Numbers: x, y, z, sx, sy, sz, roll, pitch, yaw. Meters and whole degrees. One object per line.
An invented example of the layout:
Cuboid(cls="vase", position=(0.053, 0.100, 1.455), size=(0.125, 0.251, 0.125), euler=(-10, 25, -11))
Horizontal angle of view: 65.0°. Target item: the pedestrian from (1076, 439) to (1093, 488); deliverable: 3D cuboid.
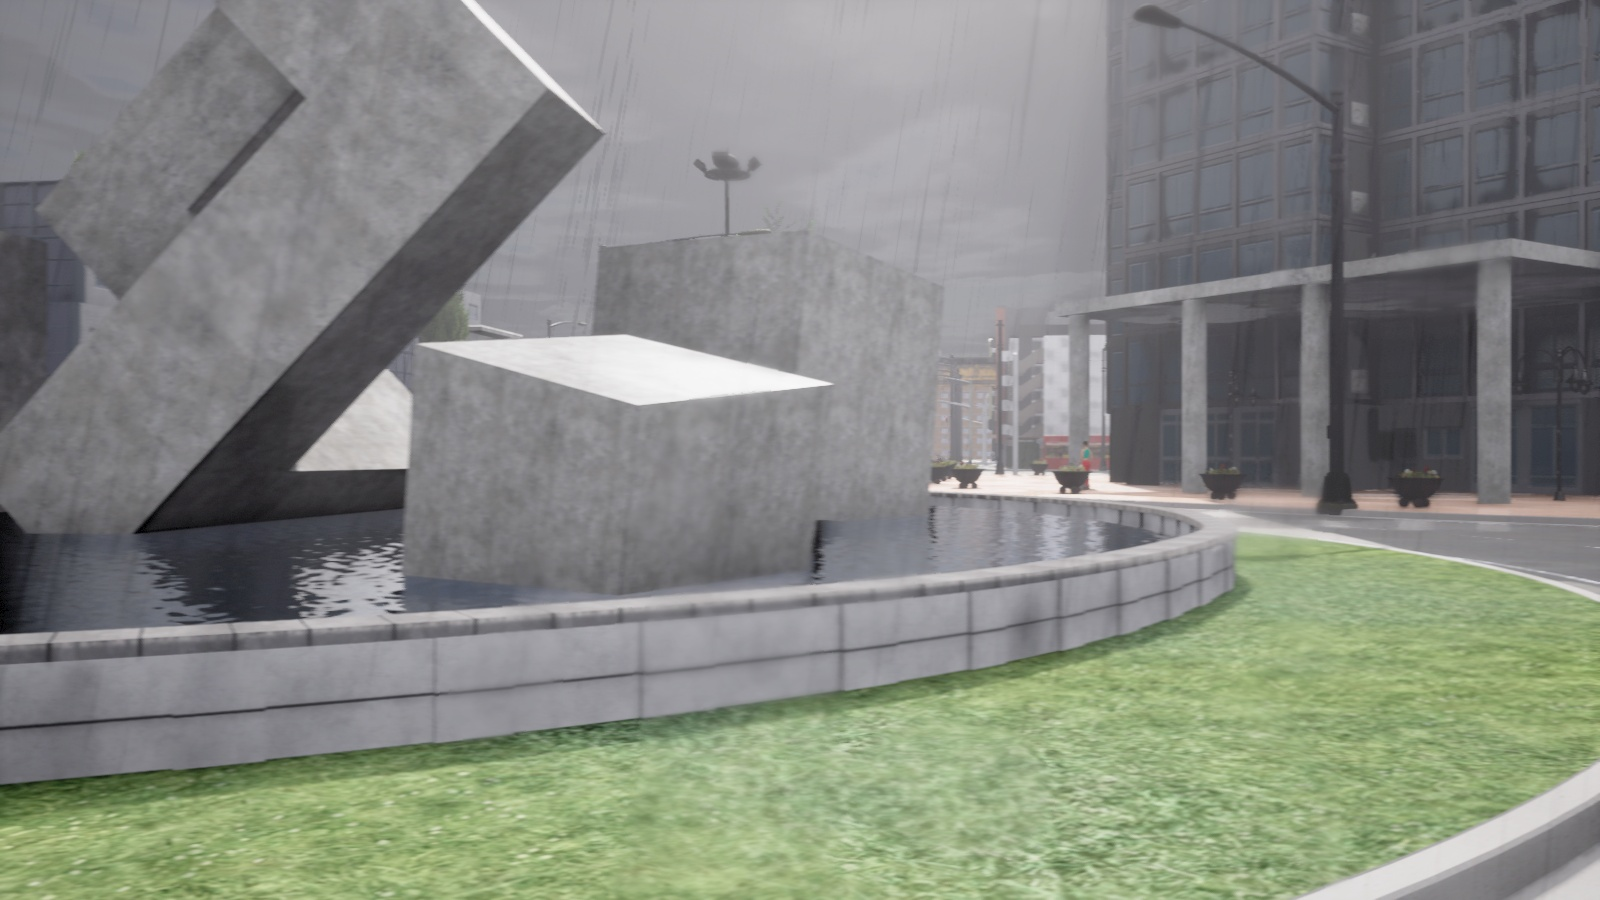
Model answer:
Cuboid(cls="pedestrian", position=(10.633, 0.496, 46.985), size=(0.345, 1.836, 0.594), euler=(0, 0, -24))
